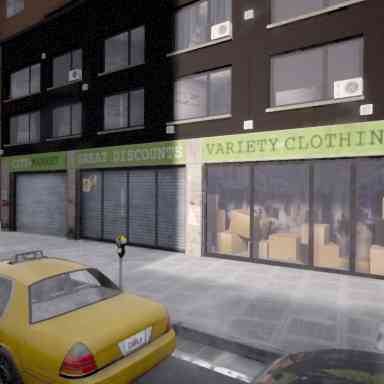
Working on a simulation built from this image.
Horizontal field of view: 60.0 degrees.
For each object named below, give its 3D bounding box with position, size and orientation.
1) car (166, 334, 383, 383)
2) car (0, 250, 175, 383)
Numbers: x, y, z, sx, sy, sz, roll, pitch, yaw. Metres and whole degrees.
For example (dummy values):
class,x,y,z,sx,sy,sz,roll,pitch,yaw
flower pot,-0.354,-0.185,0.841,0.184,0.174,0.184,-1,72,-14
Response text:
class,x,y,z,sx,sy,sz,roll,pitch,yaw
car,2.248,1.551,1.521,4.403,1.369,2.008,0,1,35
car,-2.489,1.524,4.790,4.829,1.417,1.752,0,1,35
